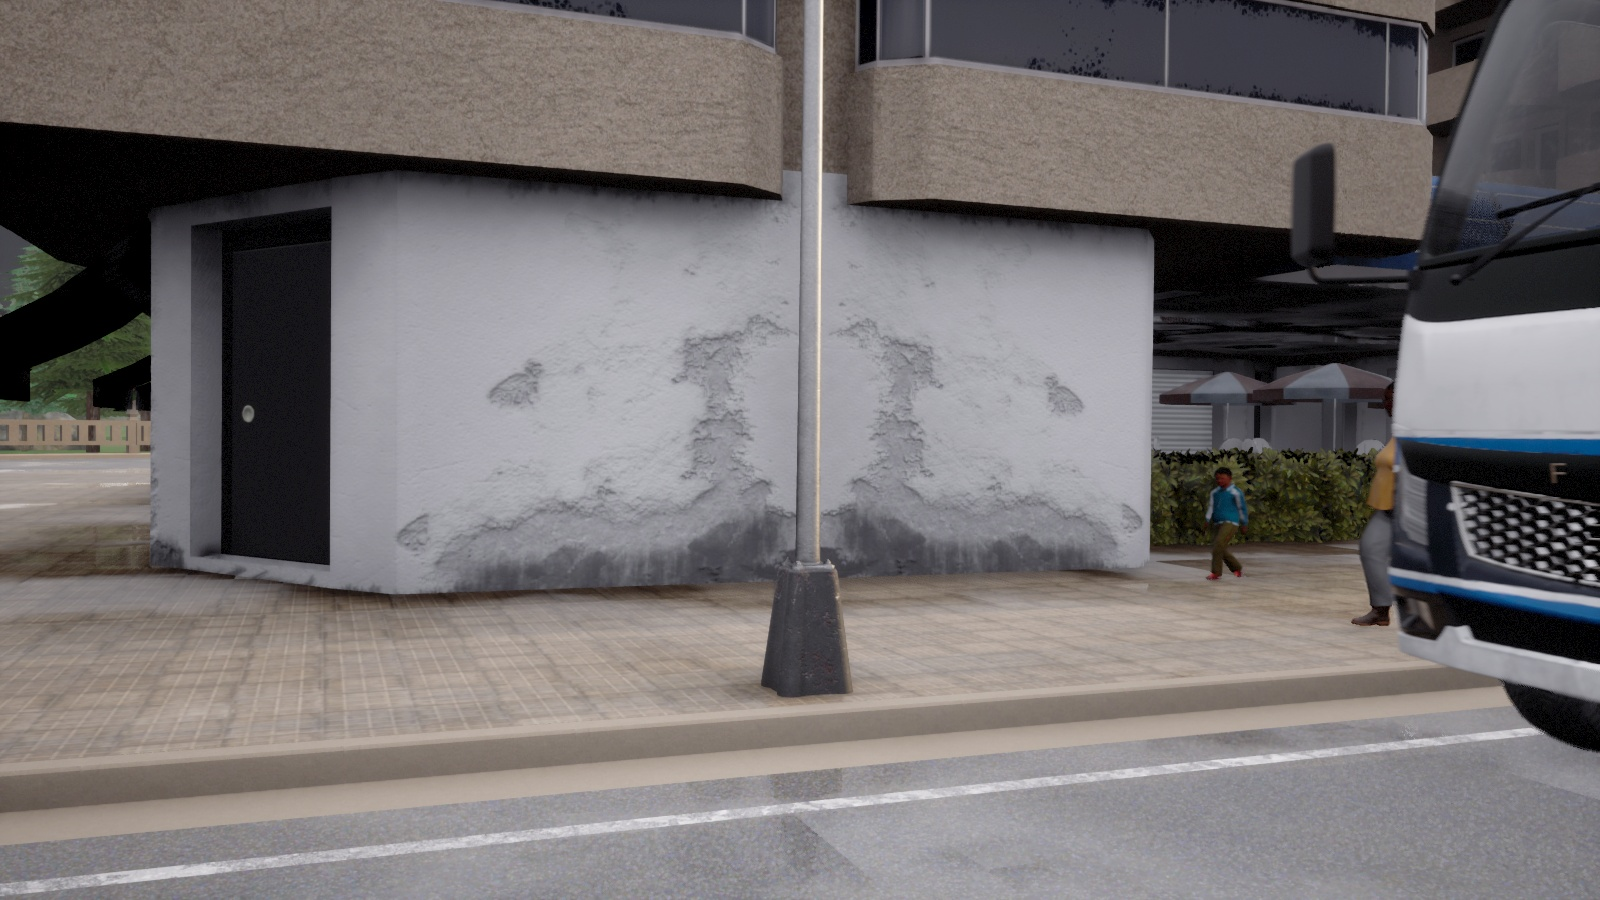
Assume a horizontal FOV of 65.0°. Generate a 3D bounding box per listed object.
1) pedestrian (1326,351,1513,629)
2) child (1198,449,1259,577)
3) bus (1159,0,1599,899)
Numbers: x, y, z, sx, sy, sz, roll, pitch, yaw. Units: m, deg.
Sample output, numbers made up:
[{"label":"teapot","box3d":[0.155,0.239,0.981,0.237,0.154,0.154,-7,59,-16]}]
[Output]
[{"label":"pedestrian","box3d":[4.338,0.263,8.859,0.900,1.855,0.874,-1,1,3]},{"label":"child","box3d":[4.127,0.595,12.091,0.448,1.192,0.343,-1,1,-29]},{"label":"bus","box3d":[7.223,-0.754,5.967,10.273,4.253,3.944,-1,1,-21]}]
